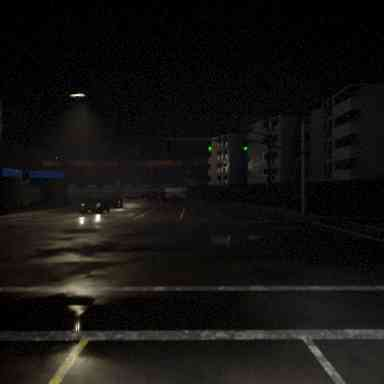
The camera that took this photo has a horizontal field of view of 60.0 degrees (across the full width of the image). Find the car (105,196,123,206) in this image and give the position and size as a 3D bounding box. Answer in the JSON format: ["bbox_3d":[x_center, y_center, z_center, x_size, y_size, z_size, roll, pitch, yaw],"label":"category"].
[{"bbox_3d":[-12.797,1.379,54.248,2.033,1.411,5.357,0,0,-22],"label":"car"}]

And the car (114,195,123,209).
[{"bbox_3d":[-10.364,1.234,44.243,2.097,1.767,4.553,0,0,-8],"label":"car"}]

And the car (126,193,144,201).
[{"bbox_3d":[-12.593,1.214,73.722,1.895,1.301,4.718,0,0,-45],"label":"car"}]

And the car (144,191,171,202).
[{"bbox_3d":[-6.900,0.985,66.275,2.150,2.045,5.566,0,0,-32],"label":"car"}]

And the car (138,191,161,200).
[{"bbox_3d":[-9.680,0.790,75.731,2.150,2.045,5.566,0,0,-45],"label":"car"}]

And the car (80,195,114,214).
[{"bbox_3d":[-9.965,1.285,34.434,2.097,1.767,4.553,0,0,-1],"label":"car"}]

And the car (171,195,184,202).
[{"bbox_3d":[-3.646,1.300,67.655,2.033,1.411,5.357,0,0,-32],"label":"car"}]
